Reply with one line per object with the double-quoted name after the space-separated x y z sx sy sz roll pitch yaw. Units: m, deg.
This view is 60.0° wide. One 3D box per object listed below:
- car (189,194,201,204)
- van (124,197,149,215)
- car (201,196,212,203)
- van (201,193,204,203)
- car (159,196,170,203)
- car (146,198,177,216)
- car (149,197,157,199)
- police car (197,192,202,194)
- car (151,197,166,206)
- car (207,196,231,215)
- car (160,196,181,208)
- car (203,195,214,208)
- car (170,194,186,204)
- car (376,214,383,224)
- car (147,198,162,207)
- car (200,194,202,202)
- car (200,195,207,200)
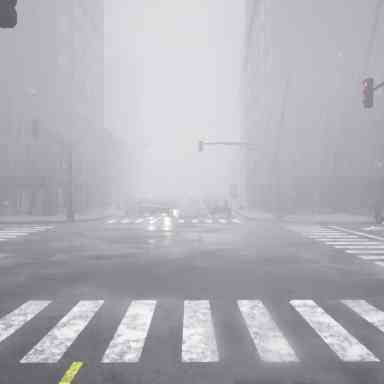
0.296 1.527 63.821 1.812 1.442 4.674 0 0 0 "car"
-5.706 1.343 33.453 1.690 1.788 3.998 0 0 0 "van"
2.979 1.551 67.431 2.008 1.369 4.403 0 0 0 "car"
2.926 1.344 56.092 1.690 1.788 3.998 0 0 0 "van"
-5.546 1.566 67.463 1.947 1.339 4.313 0 0 0 "car"
-2.948 1.603 33.228 1.895 1.301 4.718 0 0 3 "car"
-5.680 1.443 39.122 1.967 1.590 4.097 0 0 0 "car"
2.735 1.421 79.522 1.930 1.638 5.238 0 0 0 "police car"
-5.600 1.569 56.127 1.947 1.339 4.313 0 0 0 "car"
2.820 1.442 33.416 1.967 1.590 4.097 0 0 0 "car"
-2.888 1.604 44.951 1.895 1.301 4.718 0 0 1 "car"
2.873 1.443 44.754 1.967 1.590 4.097 0 0 0 "car"
-2.726 1.549 65.030 2.033 1.411 5.357 0 0 1 "car"
14.598 1.563 20.752 5.357 1.411 2.033 0 0 0 "car"
-5.626 1.585 50.458 1.802 1.307 4.206 0 0 0 "car"
2.953 1.527 61.931 1.752 1.417 4.829 0 0 0 "car"
3.086 1.558 90.108 1.947 1.339 4.313 0 0 0 "car"
